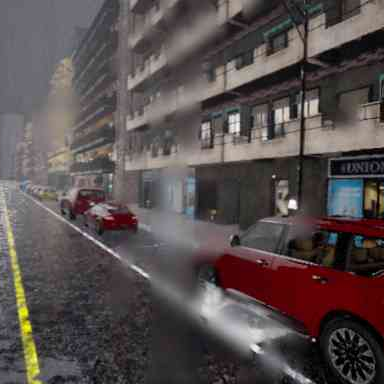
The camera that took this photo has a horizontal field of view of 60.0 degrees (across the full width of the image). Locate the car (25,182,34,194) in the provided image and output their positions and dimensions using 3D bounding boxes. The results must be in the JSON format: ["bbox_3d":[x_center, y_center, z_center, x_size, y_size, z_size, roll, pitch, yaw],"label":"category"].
[{"bbox_3d":[-20.682,-0.212,44.524,2.008,1.369,4.403,2,1,-30],"label":"car"}]

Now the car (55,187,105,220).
[{"bbox_3d":[-6.555,0.624,20.009,2.192,1.841,5.009,2,1,-30],"label":"car"}]

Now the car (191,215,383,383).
[{"bbox_3d":[1.915,1.269,5.303,2.192,1.841,5.009,2,1,-30],"label":"car"}]

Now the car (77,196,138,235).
[{"bbox_3d":[-3.744,1.105,15.112,1.802,1.307,4.206,2,1,-30],"label":"car"}]

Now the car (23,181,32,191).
[{"bbox_3d":[-23.500,-0.536,49.424,1.967,1.590,4.097,2,1,-30],"label":"car"}]

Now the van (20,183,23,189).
[{"bbox_3d":[-29.141,-1.063,59.227,1.690,1.788,3.998,2,1,-30],"label":"van"}]

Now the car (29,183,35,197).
[{"bbox_3d":[-17.942,-0.030,39.769,1.752,1.417,4.829,2,1,-30],"label":"car"}]

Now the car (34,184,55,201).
[{"bbox_3d":[-15.119,0.185,34.867,1.752,1.417,4.829,2,1,-30],"label":"car"}]
